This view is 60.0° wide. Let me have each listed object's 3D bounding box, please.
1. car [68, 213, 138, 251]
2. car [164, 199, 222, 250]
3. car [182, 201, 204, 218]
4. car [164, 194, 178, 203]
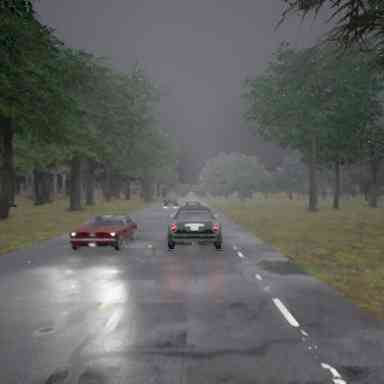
[{"bbox_3d":[-3.603,1.620,14.265,1.895,1.301,4.718,0,0,0],"label":"car"},{"bbox_3d":[0.097,1.371,14.498,2.097,1.767,4.553,0,0,0],"label":"car"},{"bbox_3d":[0.093,1.610,31.842,1.994,1.385,4.181,0,0,0],"label":"car"},{"bbox_3d":[-3.558,1.350,56.629,2.150,2.045,5.566,0,0,1],"label":"car"}]
